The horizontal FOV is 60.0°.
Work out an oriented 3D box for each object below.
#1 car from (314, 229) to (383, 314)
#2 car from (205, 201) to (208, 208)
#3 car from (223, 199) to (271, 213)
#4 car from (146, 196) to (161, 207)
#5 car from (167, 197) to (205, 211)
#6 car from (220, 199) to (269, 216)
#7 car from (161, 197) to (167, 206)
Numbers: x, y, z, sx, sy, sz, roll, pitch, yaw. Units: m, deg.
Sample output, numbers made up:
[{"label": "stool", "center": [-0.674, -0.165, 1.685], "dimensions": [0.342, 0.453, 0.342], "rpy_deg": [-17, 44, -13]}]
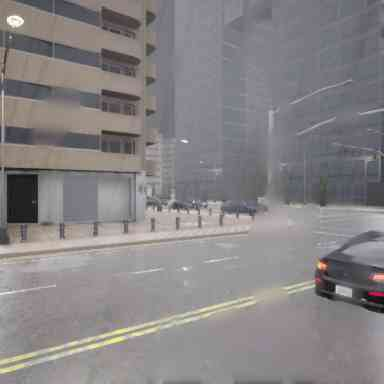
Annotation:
[{"label": "car", "center": [4.474, 1.526, 7.004], "dimensions": [4.674, 1.442, 1.812], "rpy_deg": [0, 0, -35]}, {"label": "car", "center": [0.203, 1.436, 45.046], "dimensions": [2.128, 1.511, 4.902], "rpy_deg": [0, 0, -35]}, {"label": "car", "center": [6.021, 1.492, 36.822], "dimensions": [2.033, 1.411, 5.357], "rpy_deg": [0, 0, -36]}, {"label": "car", "center": [-6.938, 1.422, 49.135], "dimensions": [1.882, 1.535, 5.008], "rpy_deg": [0, 0, -35]}, {"label": "car", "center": [-0.783, 1.508, 40.369], "dimensions": [1.994, 1.385, 4.181], "rpy_deg": [0, 0, -35]}, {"label": "car", "center": [5.036, 1.492, 32.219], "dimensions": [2.033, 1.411, 5.357], "rpy_deg": [0, 0, -36]}, {"label": "car", "center": [-5.690, 1.449, 53.463], "dimensions": [1.837, 1.490, 4.892], "rpy_deg": [0, 0, -35]}]
